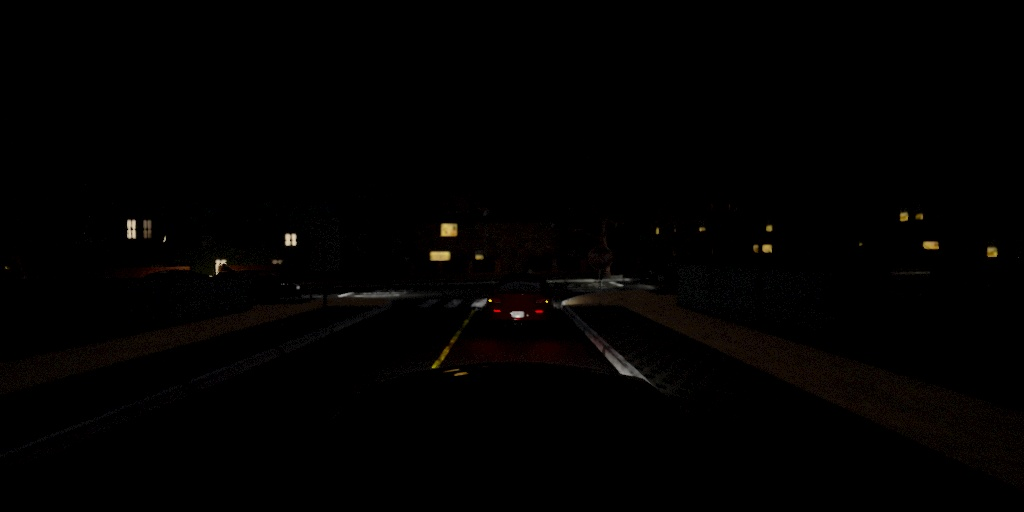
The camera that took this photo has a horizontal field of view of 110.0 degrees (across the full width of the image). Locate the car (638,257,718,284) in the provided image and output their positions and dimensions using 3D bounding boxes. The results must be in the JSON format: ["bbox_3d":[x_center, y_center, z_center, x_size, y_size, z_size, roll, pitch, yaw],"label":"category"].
[{"bbox_3d":[10.473,0.870,22.378,5.008,1.535,1.882,-1,1,-1],"label":"car"}]

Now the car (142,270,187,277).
[{"bbox_3d":[-21.619,1.654,22.388,4.892,1.490,1.837,-1,1,0],"label":"car"}]

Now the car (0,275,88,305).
[{"bbox_3d":[-24.896,1.782,19.428,4.892,1.490,1.837,-1,1,0],"label":"car"}]

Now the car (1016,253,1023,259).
[{"bbox_3d":[35.213,0.030,22.413,5.566,2.045,2.150,-2,1,0],"label":"car"}]

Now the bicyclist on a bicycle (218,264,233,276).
[{"bbox_3d":[-20.157,1.367,25.276,0.582,1.620,1.656,-1,1,0],"label":"bicyclist on a bicycle"}]

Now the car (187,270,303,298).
[{"bbox_3d":[-14.045,1.513,19.435,4.902,1.511,2.128,-1,1,0],"label":"car"}]

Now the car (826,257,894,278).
[{"bbox_3d":[20.600,0.754,22.421,4.718,1.301,1.895,-1,1,0],"label":"car"}]

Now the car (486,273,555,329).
[{"bbox_3d":[0.332,1.256,11.064,1.812,1.442,4.674,0,0,5],"label":"car"}]
